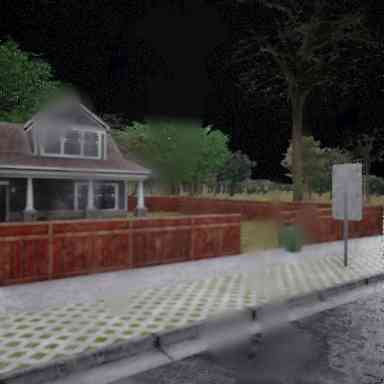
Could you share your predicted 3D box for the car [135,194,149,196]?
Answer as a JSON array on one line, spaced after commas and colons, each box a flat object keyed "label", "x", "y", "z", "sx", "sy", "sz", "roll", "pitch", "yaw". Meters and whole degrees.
[{"label": "car", "x": -8.979, "y": 0.982, "z": 59.459, "sx": 2.033, "sy": 1.411, "sz": 5.357, "roll": 0, "pitch": 1, "yaw": -36}]

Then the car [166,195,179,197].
[{"label": "car", "x": -3.152, "y": 1.189, "z": 46.606, "sx": 2.033, "sy": 1.411, "sz": 5.357, "roll": 0, "pitch": 1, "yaw": -36}]

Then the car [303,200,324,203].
[{"label": "car", "x": 10.398, "y": 1.481, "z": 27.870, "sx": 1.882, "sy": 1.535, "sz": 5.008, "roll": 0, "pitch": 1, "yaw": -36}]
